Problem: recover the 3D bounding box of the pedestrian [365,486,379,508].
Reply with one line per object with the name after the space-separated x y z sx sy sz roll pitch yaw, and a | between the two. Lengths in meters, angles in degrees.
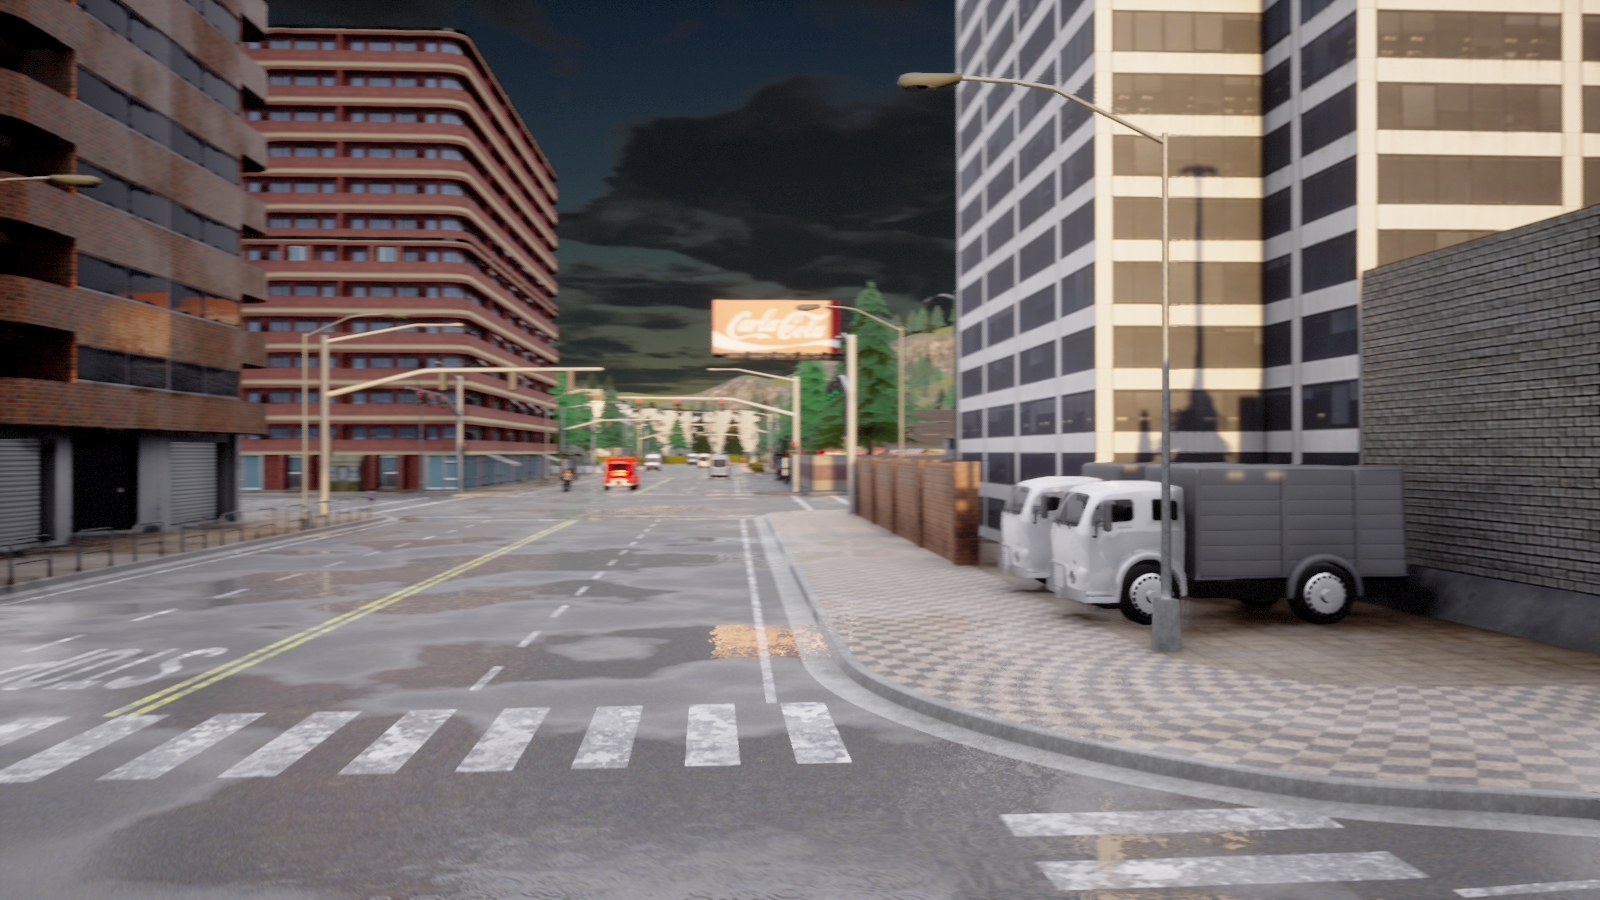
-21.722 2.394 57.973 0.500 1.100 0.500 0 0 2 | pedestrian
